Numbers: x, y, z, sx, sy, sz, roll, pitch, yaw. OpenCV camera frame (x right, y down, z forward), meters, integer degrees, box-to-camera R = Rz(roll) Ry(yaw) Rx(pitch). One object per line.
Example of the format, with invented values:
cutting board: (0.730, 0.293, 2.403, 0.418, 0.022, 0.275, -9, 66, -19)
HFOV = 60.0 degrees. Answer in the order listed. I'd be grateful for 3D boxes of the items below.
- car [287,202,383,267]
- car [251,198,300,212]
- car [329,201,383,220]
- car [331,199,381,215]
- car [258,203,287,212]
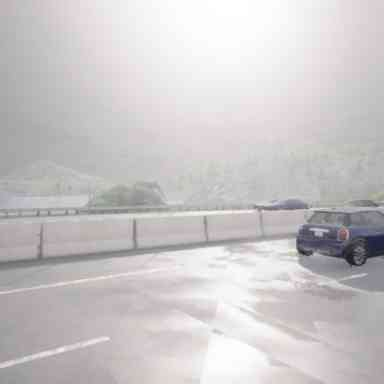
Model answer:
car: (5.787, 1.333, 11.542, 4.553, 1.767, 2.097, 0, 0, -32)
car: (9.533, 1.478, 37.865, 5.357, 1.411, 2.033, 0, 0, -26)
car: (13.914, 1.518, 28.275, 4.181, 1.385, 1.994, 0, 0, -26)
car: (16.538, 1.451, 33.448, 4.892, 1.490, 1.837, 0, 0, -25)
car: (9.598, 1.416, 33.940, 5.008, 1.535, 1.882, 0, 0, -27)
